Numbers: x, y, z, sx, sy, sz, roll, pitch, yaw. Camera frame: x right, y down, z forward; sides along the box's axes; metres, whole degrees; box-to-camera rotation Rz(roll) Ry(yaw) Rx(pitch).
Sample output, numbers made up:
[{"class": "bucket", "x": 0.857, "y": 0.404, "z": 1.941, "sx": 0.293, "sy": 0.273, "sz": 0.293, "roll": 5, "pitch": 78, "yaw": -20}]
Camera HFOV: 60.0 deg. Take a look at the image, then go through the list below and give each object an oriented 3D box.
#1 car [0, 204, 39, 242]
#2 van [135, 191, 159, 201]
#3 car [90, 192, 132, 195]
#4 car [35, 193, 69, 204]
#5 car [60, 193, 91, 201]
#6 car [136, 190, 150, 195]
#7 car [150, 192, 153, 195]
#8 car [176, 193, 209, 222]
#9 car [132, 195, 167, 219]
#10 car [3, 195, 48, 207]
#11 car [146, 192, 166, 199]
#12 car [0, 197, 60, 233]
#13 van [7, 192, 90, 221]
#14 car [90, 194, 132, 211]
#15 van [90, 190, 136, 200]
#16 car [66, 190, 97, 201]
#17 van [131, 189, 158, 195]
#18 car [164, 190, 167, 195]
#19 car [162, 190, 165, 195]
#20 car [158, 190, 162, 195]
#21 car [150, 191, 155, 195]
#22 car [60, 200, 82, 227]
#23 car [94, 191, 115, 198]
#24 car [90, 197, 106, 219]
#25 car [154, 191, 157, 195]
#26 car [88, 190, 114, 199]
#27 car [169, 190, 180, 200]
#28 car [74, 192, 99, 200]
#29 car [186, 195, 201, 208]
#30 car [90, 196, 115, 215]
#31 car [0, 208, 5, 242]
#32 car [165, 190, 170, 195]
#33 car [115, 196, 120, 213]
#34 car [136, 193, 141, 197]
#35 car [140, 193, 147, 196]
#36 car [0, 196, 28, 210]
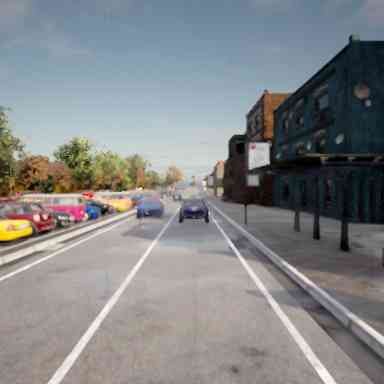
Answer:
[{"class": "car", "x": -9.755, "y": 1.450, "z": 14.167, "sx": 5.366, "sy": 1.575, "sz": 1.946, "roll": 0, "pitch": 0, "yaw": 0}, {"class": "van", "x": -9.017, "y": 0.754, "z": 66.918, "sx": 4.442, "sy": 1.987, "sz": 1.878, "roll": 0, "pitch": 1, "yaw": 0}, {"class": "car", "x": -9.354, "y": 1.146, "z": 36.430, "sx": 4.553, "sy": 1.767, "sz": 2.185, "roll": 0, "pitch": 0, "yaw": 0}, {"class": "car", "x": -22.358, "y": 0.989, "z": 53.224, "sx": 4.553, "sy": 1.767, "sz": 2.185, "roll": 0, "pitch": 1, "yaw": 0}, {"class": "car", "x": -22.421, "y": 1.001, "z": 64.240, "sx": 5.366, "sy": 1.575, "sz": 1.946, "roll": 0, "pitch": 1, "yaw": 0}, {"class": "car", "x": -9.239, "y": 1.020, "z": 50.345, "sx": 4.553, "sy": 1.767, "sz": 2.185, "roll": 0, "pitch": 1, "yaw": 0}, {"class": "car", "x": -9.254, "y": 1.119, "z": 53.131, "sx": 4.892, "sy": 1.521, "sz": 2.231, "roll": 0, "pitch": 1, "yaw": 0}, {"class": "car", "x": 0.141, "y": 1.202, "z": 24.890, "sx": 2.097, "sy": 1.767, "sz": 4.553, "roll": 0, "pitch": 0, "yaw": 0}, {"class": "car", "x": -3.303, "y": 1.309, "z": 27.276, "sx": 1.882, "sy": 1.535, "sz": 5.008, "roll": 0, "pitch": 0, "yaw": 0}, {"class": "car", "x": -22.401, "y": 1.193, "z": 44.869, "sx": 5.008, "sy": 1.535, "sz": 2.097, "roll": 0, "pitch": 1, "yaw": 1}, {"class": "car", "x": -9.011, "y": 0.850, "z": 83.603, "sx": 4.674, "sy": 1.452, "sz": 2.002, "roll": -1, "pitch": 1, "yaw": 1}, {"class": "car", "x": -9.516, "y": 1.307, "z": 16.823, "sx": 4.553, "sy": 1.767, "sz": 2.185, "roll": 0, "pitch": 0, "yaw": 0}, {"class": "van", "x": -9.617, "y": 1.162, "z": 22.515, "sx": 4.442, "sy": 1.987, "sz": 1.878, "roll": 0, "pitch": 0, "yaw": 0}, {"class": "car", "x": -9.223, "y": 1.293, "z": 33.647, "sx": 5.366, "sy": 1.575, "sz": 1.946, "roll": 0, "pitch": 0, "yaw": 0}, {"class": "van", "x": -9.246, "y": 1.023, "z": 39.149, "sx": 4.442, "sy": 1.987, "sz": 1.878, "roll": 0, "pitch": 0, "yaw": 0}, {"class": "car", "x": -22.241, "y": 0.725, "z": 67.021, "sx": 5.566, "sy": 2.045, "sz": 2.435, "roll": 0, "pitch": 1, "yaw": 0}, {"class": "van", "x": -9.062, "y": 0.809, "z": 61.477, "sx": 4.442, "sy": 1.987, "sz": 1.878, "roll": 0, "pitch": 1, "yaw": 0}, {"class": "car", "x": -9.070, "y": 0.895, "z": 78.178, "sx": 4.792, "sy": 1.488, "sz": 2.163, "roll": 0, "pitch": 1, "yaw": 0}, {"class": "car", "x": -9.066, "y": 0.933, "z": 75.395, "sx": 4.674, "sy": 1.452, "sz": 2.002, "roll": 0, "pitch": 1, "yaw": 0}, {"class": "car", "x": -9.127, "y": 0.755, "z": 64.260, "sx": 5.566, "sy": 2.045, "sz": 2.435, "roll": 0, "pitch": 1, "yaw": 0}, {"class": "car", "x": -9.410, "y": 1.087, "z": 55.915, "sx": 5.366, "sy": 1.575, "sz": 1.946, "roll": 0, "pitch": 1, "yaw": 0}, {"class": "car", "x": -9.530, "y": 1.411, "z": 19.732, "sx": 4.892, "sy": 1.521, "sz": 2.231, "roll": 0, "pitch": 0, "yaw": 0}, {"class": "car", "x": -22.043, "y": 0.679, "z": 83.855, "sx": 4.553, "sy": 1.767, "sz": 2.185, "roll": 0, "pitch": 1, "yaw": 0}, {"class": "car", "x": -9.483, "y": 1.365, "z": 25.299, "sx": 5.008, "sy": 1.535, "sz": 2.097, "roll": 0, "pitch": 0, "yaw": 0}, {"class": "car", "x": -9.195, "y": 1.064, "z": 58.697, "sx": 4.892, "sy": 1.521, "sz": 2.231, "roll": 0, "pitch": 1, "yaw": 0}, {"class": "car", "x": -22.126, "y": 0.582, "z": 81.069, "sx": 5.566, "sy": 2.045, "sz": 2.435, "roll": 0, "pitch": 1, "yaw": 0}, {"class": "car", "x": -3.026, "y": 0.943, "z": 68.771, "sx": 2.128, "sy": 1.511, "sz": 4.902, "roll": 0, "pitch": 1, "yaw": 0}, {"class": "car", "x": -22.158, "y": 0.821, "z": 69.931, "sx": 4.553, "sy": 1.767, "sz": 2.185, "roll": 0, "pitch": 1, "yaw": 0}, {"class": "car", "x": 0.206, "y": 1.199, "z": 43.380, "sx": 1.837, "sy": 1.490, "sz": 4.892, "roll": 0, "pitch": 1, "yaw": 0}, {"class": "car", "x": -9.449, "y": 1.343, "z": 28.081, "sx": 5.008, "sy": 1.535, "sz": 2.097, "roll": 0, "pitch": 0, "yaw": 0}, {"class": "car", "x": -9.587, "y": 1.474, "z": 11.383, "sx": 5.008, "sy": 1.535, "sz": 2.097, "roll": 0, "pitch": 0, "yaw": 0}, {"class": "car", "x": -8.832, "y": 0.834, "z": 80.959, "sx": 5.366, "sy": 1.575, "sz": 1.946, "roll": 0, "pitch": 1, "yaw": 0}, {"class": "car", "x": -9.434, "y": 1.360, "z": 30.866, "sx": 4.674, "sy": 1.452, "sz": 2.002, "roll": 0, "pitch": 0, "yaw": 0}, {"class": "car", "x": -9.310, "y": 1.252, "z": 41.998, "sx": 4.792, "sy": 1.488, "sz": 2.163, "roll": 0, "pitch": 1, "yaw": 0}, {"class": "car", "x": -9.296, "y": 1.211, "z": 47.564, "sx": 4.674, "sy": 1.452, "sz": 2.002, "roll": 0, "pitch": 1, "yaw": 0}, {"class": "car", "x": -22.437, "y": 1.244, "z": 39.300, "sx": 5.008, "sy": 1.535, "sz": 2.097, "roll": 0, "pitch": 1, "yaw": 0}]
